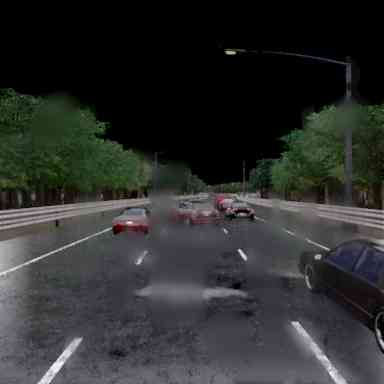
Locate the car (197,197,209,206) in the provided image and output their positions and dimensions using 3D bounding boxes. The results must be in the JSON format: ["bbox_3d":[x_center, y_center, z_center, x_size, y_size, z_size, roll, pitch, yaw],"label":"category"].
[{"bbox_3d":[2.044,1.773,63.012,2.033,1.411,5.357,0,0,4],"label":"car"}]

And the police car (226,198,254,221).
[{"bbox_3d":[3.884,1.541,27.619,2.038,1.542,4.974,0,0,2],"label":"police car"}]

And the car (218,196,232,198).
[{"bbox_3d":[4.249,1.581,38.548,2.163,1.488,4.792,0,0,2],"label":"car"}]

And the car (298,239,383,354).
[{"bbox_3d":[3.516,1.548,5.812,2.033,1.411,5.357,0,0,0],"label":"car"}]

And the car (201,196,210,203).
[{"bbox_3d":[3.330,1.843,81.397,2.128,1.511,4.902,0,0,5],"label":"car"}]

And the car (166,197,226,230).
[{"bbox_3d":[-0.056,1.372,21.800,2.097,1.767,4.553,1,0,-27],"label":"car"}]

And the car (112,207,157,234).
[{"bbox_3d":[-3.198,1.578,19.241,1.994,1.385,4.181,0,0,1],"label":"car"}]

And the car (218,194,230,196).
[{"bbox_3d":[4.733,1.357,49.444,2.150,2.045,5.566,0,0,3],"label":"car"}]
